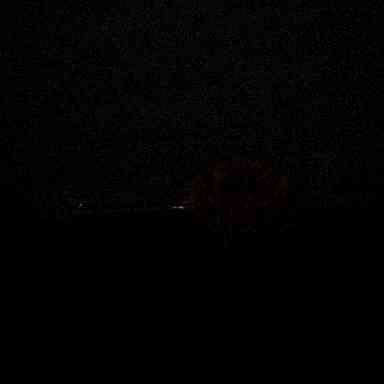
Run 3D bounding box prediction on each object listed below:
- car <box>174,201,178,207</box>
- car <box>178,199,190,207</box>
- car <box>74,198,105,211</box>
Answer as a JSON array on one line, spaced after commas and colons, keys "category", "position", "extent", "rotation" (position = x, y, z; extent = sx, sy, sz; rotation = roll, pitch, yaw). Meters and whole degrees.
[{"category": "car", "position": [-1.575, 2.142, 65.505], "extent": [1.837, 1.490, 4.892], "rotation": [-1, -2, 36]}, {"category": "car", "position": [0.138, 2.056, 61.812], "extent": [1.837, 1.490, 4.892], "rotation": [-1, -1, 36]}, {"category": "car", "position": [-14.752, 1.741, 47.344], "extent": [2.097, 1.767, 4.553], "rotation": [-1, -1, 36]}]
